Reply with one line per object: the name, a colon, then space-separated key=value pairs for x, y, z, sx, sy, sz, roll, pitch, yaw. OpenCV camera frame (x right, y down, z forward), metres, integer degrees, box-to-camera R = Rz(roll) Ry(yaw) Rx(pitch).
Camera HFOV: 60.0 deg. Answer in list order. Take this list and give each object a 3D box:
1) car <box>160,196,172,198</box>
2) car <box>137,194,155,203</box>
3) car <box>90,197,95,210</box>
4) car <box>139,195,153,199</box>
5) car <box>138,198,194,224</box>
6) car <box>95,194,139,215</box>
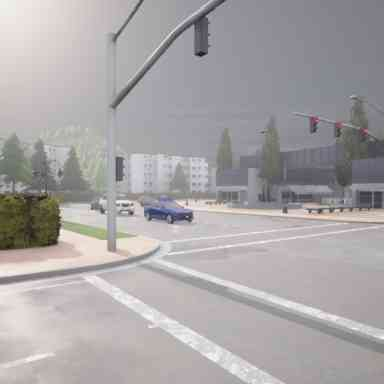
car: x=-5.332 y=1.477 z=69.565 sx=1.882 sy=1.535 sz=5.008 roll=0 pitch=0 yaw=20
car: x=-9.346 y=1.352 z=68.092 sx=2.097 sy=1.767 sz=4.553 roll=0 pitch=0 yaw=15
car: x=-11.973 y=1.352 z=42.899 sx=2.097 sy=1.767 sz=4.553 roll=0 pitch=0 yaw=-17
car: x=-6.882 y=1.547 z=51.089 sx=2.033 sy=1.411 sz=5.357 roll=0 pitch=0 yaw=-9
car: x=-1.850 y=1.478 z=25.334 sx=1.882 sy=1.535 sz=5.008 roll=0 pitch=0 yaw=-37
car: x=-7.659 y=1.221 z=33.513 sx=2.150 sy=2.045 sz=5.566 roll=0 pitch=0 yaw=-32
